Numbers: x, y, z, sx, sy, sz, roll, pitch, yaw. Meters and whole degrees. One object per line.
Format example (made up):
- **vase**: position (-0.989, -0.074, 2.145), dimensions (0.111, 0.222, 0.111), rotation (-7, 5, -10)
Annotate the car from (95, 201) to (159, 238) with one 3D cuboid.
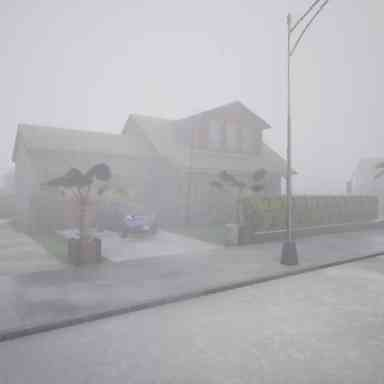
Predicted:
- **car**: position (-3.022, 1.174, 15.291), dimensions (1.845, 1.501, 3.633), rotation (0, 0, -38)
